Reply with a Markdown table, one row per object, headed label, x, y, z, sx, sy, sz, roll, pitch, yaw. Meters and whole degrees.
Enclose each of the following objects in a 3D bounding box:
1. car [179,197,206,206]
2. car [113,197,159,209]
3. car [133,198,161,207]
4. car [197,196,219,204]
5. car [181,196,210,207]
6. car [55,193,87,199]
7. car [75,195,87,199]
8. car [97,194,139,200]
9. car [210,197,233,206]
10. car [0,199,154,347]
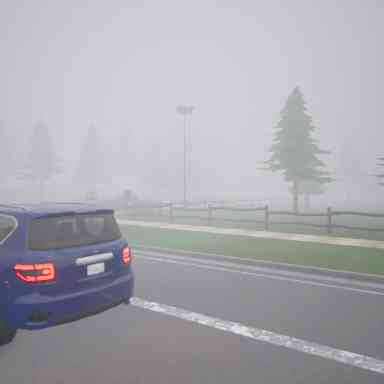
| label | x | y | z | sx | sy | sz | roll | pitch | yaw |
| --- | --- | --- | --- | --- | --- | --- | --- | --- | --- |
| car | 0.183 | 1.582 | 58.987 | 2.033 | 1.411 | 5.357 | 0 | 0 | 35 |
| car | -6.060 | 1.574 | 37.889 | 2.033 | 1.411 | 5.357 | 0 | 0 | 35 |
| car | -7.336 | 1.638 | 54.377 | 1.895 | 1.301 | 4.718 | 0 | 0 | 35 |
| car | 3.334 | 1.641 | 69.459 | 2.033 | 1.411 | 5.357 | 0 | 0 | 35 |
| car | 0.508 | 1.556 | 53.355 | 1.812 | 1.442 | 4.674 | 0 | 0 | 35 |
| car | -14.924 | 1.390 | 43.537 | 2.097 | 1.767 | 4.553 | 0 | 0 | 35 |
| car | -11.719 | 1.512 | 42.013 | 1.882 | 1.535 | 5.008 | 0 | 0 | 35 |
| car | -8.622 | 1.253 | 40.336 | 2.150 | 2.045 | 5.566 | 0 | 0 | 35 |
| car | 4.841 | 1.505 | 53.446 | 1.882 | 1.535 | 5.008 | 0 | 0 | 35 |
| car | -3.580 | 1.228 | 6.489 | 5.566 | 2.045 | 2.150 | 0 | 0 | 36 |
